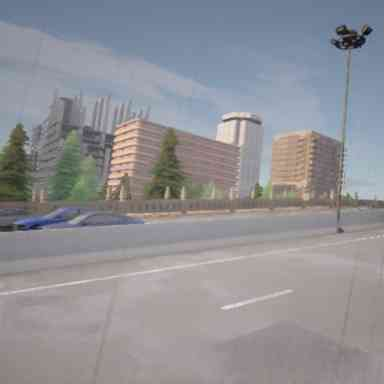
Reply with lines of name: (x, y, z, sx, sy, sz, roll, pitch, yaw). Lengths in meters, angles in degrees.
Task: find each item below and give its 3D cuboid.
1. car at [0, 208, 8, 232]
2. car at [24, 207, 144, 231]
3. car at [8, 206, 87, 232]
car: (-10.232, 1.569, 18.188, 4.181, 1.385, 1.994, 0, 0, -35)
car: (-4.171, 1.541, 13.915, 4.674, 1.442, 1.812, 0, 0, -35)
car: (-6.206, 1.492, 16.762, 5.008, 1.535, 1.882, 0, 0, -36)
